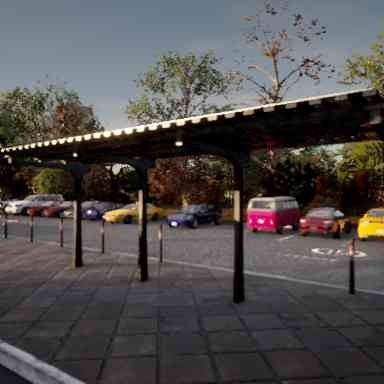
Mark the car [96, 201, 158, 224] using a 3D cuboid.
[{"bbox_3d":[-4.335,1.537,25.506,1.946,1.575,5.366,0,0,35],"label":"car"}]

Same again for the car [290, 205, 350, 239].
[{"bbox_3d":[7.096,1.554,17.637,2.002,1.452,4.674,0,0,35],"label":"car"}]

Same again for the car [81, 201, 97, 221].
[{"bbox_3d":[-6.476,1.575,27.285,2.163,1.488,4.792,0,0,35],"label":"car"}]

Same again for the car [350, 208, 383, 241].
[{"bbox_3d":[9.362,1.508,16.030,2.097,1.535,5.008,0,0,35],"label":"car"}]

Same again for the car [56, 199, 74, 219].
[{"bbox_3d":[-8.754,1.551,28.870,2.231,1.521,4.892,0,0,35],"label":"car"}]

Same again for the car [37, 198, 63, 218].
[{"bbox_3d":[-11.020,1.555,30.473,2.097,1.535,5.008,0,0,35],"label":"car"}]

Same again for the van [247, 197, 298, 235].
[{"bbox_3d":[4.900,1.293,19.338,1.878,1.987,4.442,0,0,35],"label":"van"}]

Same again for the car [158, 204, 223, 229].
[{"bbox_3d":[0.287,1.559,22.426,2.163,1.488,4.792,0,0,35],"label":"car"}]

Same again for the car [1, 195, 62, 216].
[{"bbox_3d":[-15.572,1.315,33.653,2.435,2.045,5.566,0,0,35],"label":"car"}]

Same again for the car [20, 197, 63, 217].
[{"bbox_3d":[-13.286,1.561,32.077,2.097,1.535,5.008,0,0,35],"label":"car"}]
